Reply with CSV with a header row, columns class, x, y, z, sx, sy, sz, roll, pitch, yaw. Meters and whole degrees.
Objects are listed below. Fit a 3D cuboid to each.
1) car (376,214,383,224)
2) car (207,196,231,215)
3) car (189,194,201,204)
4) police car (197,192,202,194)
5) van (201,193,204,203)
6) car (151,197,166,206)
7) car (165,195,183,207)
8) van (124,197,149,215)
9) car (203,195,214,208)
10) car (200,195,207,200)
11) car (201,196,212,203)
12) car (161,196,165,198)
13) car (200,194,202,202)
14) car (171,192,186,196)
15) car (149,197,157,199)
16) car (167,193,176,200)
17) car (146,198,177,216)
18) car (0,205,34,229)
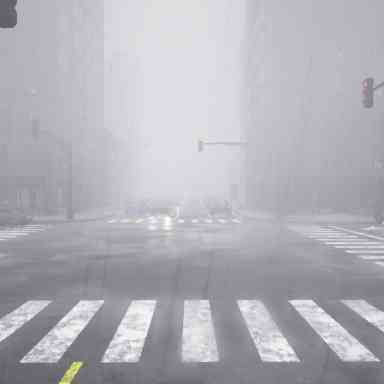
class,x,y,z,sx,sy,sz,roll,pitch,yaw
car,14.598,1.563,20.752,5.357,1.411,2.033,0,0,0
car,2.820,1.442,33.416,1.967,1.590,4.097,0,0,0
car,0.296,1.526,63.821,1.812,1.442,4.674,0,0,0
police car,2.735,1.420,79.522,1.930,1.638,5.238,0,0,0
van,2.926,1.343,56.092,1.690,1.788,3.998,0,0,0
car,-5.600,1.568,56.127,1.947,1.339,4.313,0,0,0
car,-2.856,1.603,51.618,1.895,1.301,4.718,0,0,0
van,-5.706,1.343,33.453,1.690,1.788,3.998,0,0,0
car,2.873,1.443,44.754,1.967,1.590,4.097,0,0,0
car,3.086,1.557,90.108,1.947,1.339,4.313,0,0,0
car,2.979,1.551,67.431,2.008,1.369,4.403,0,0,0
car,-5.626,1.584,50.458,1.802,1.307,4.206,0,0,0
car,2.953,1.527,61.931,1.752,1.417,4.829,0,0,0
car,-2.686,1.257,68.006,2.033,1.411,5.357,0,0,0
car,-5.680,1.442,39.122,1.967,1.590,4.097,0,0,0
car,-5.440,1.306,90.136,2.192,1.841,5.009,0,0,0
car,-2.948,1.602,33.227,1.895,1.301,4.718,0,0,3
car,-12.205,1.537,20.695,4.181,1.385,1.994,0,0,-4
